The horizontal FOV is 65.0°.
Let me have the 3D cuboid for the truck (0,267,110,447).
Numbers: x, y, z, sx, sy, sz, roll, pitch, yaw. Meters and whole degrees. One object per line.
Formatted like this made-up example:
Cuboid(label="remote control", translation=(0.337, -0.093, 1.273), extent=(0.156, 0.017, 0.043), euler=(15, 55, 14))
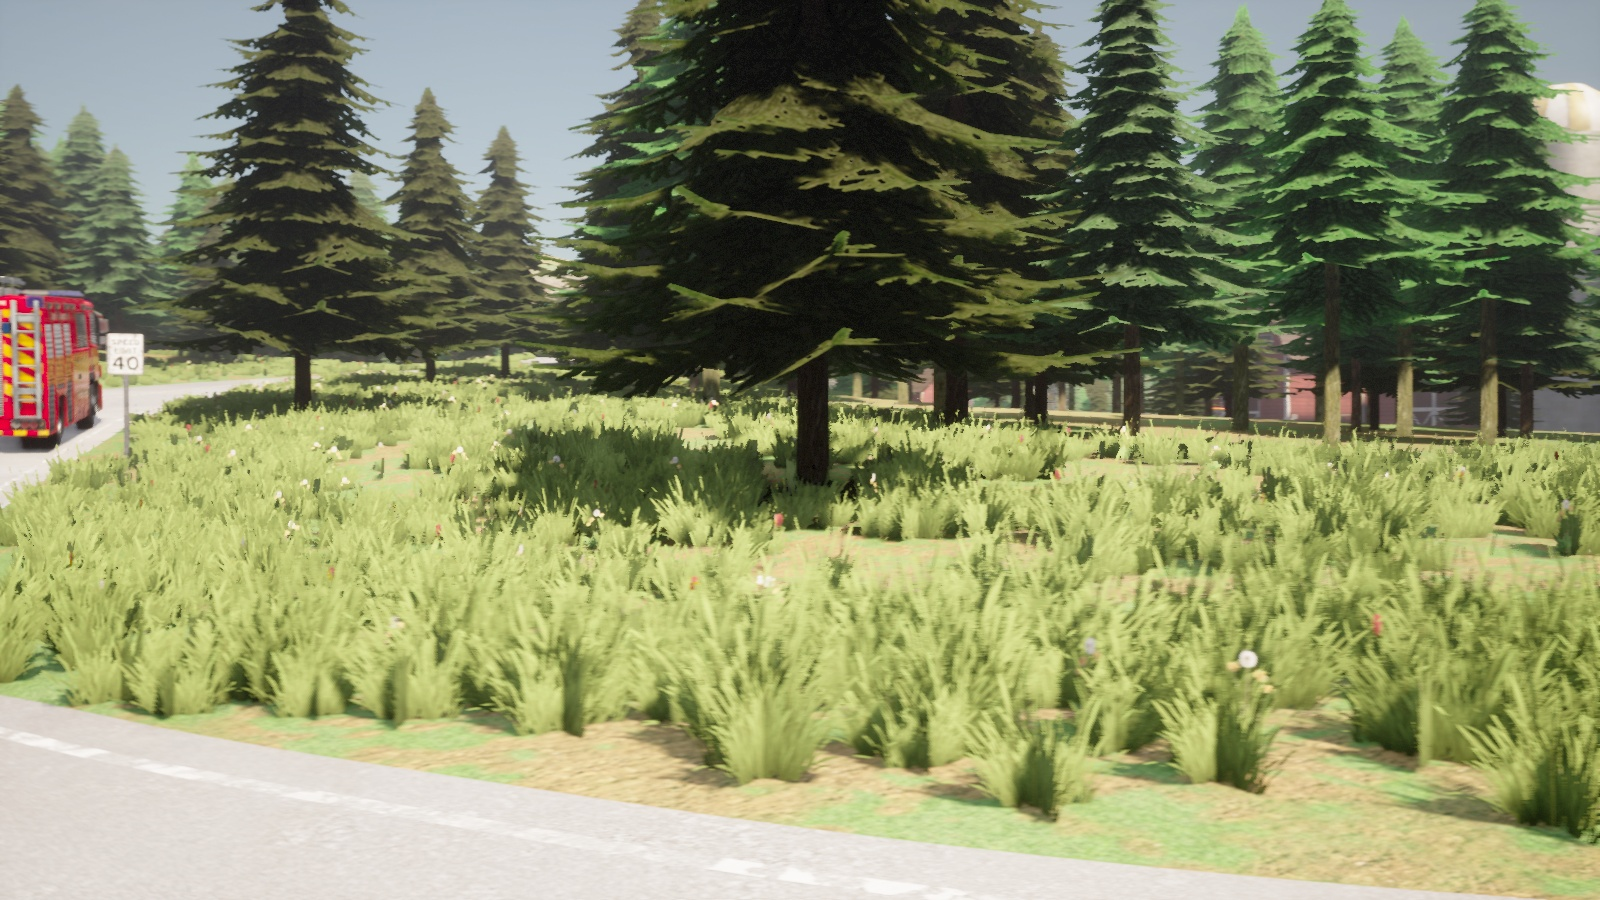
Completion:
Cuboid(label="truck", translation=(-18.966, -2.391, 30.398), extent=(2.891, 3.827, 8.468), euler=(0, 6, -22))
